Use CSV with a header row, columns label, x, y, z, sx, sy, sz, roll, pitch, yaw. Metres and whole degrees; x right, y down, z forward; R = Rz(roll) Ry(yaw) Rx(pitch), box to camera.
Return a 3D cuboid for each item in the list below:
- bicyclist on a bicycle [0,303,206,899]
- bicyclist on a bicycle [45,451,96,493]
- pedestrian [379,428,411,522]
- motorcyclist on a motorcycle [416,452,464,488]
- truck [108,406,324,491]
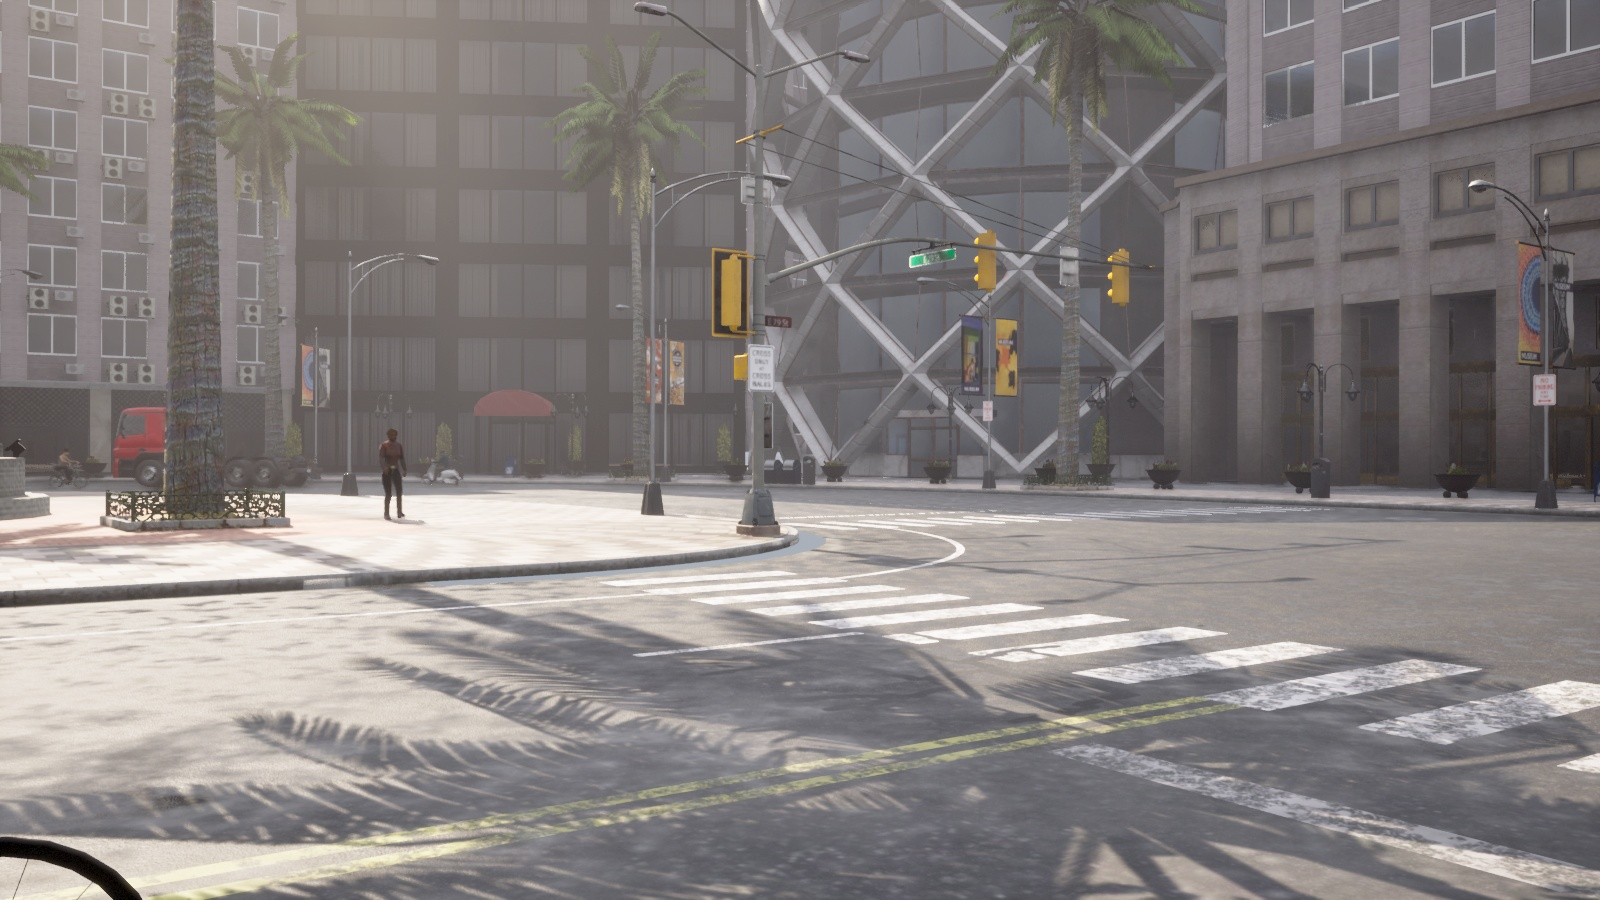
label,x,y,z,sx,sy,sz,roll,pitch,yaw
bicyclist on a bicycle,-2.110,0.625,2.206,1.843,1.776,0.659,0,0,-35
bicyclist on a bicycle,-28.855,0.864,49.680,1.509,1.612,0.866,0,0,-3
pedestrian,-7.890,0.478,24.457,0.328,1.805,0.869,0,0,-36
motorcyclist on a motorcycle,-15.860,0.867,55.363,1.817,1.590,0.866,0,0,16
truck,-24.674,-0.054,53.228,7.936,3.462,2.891,0,0,5
